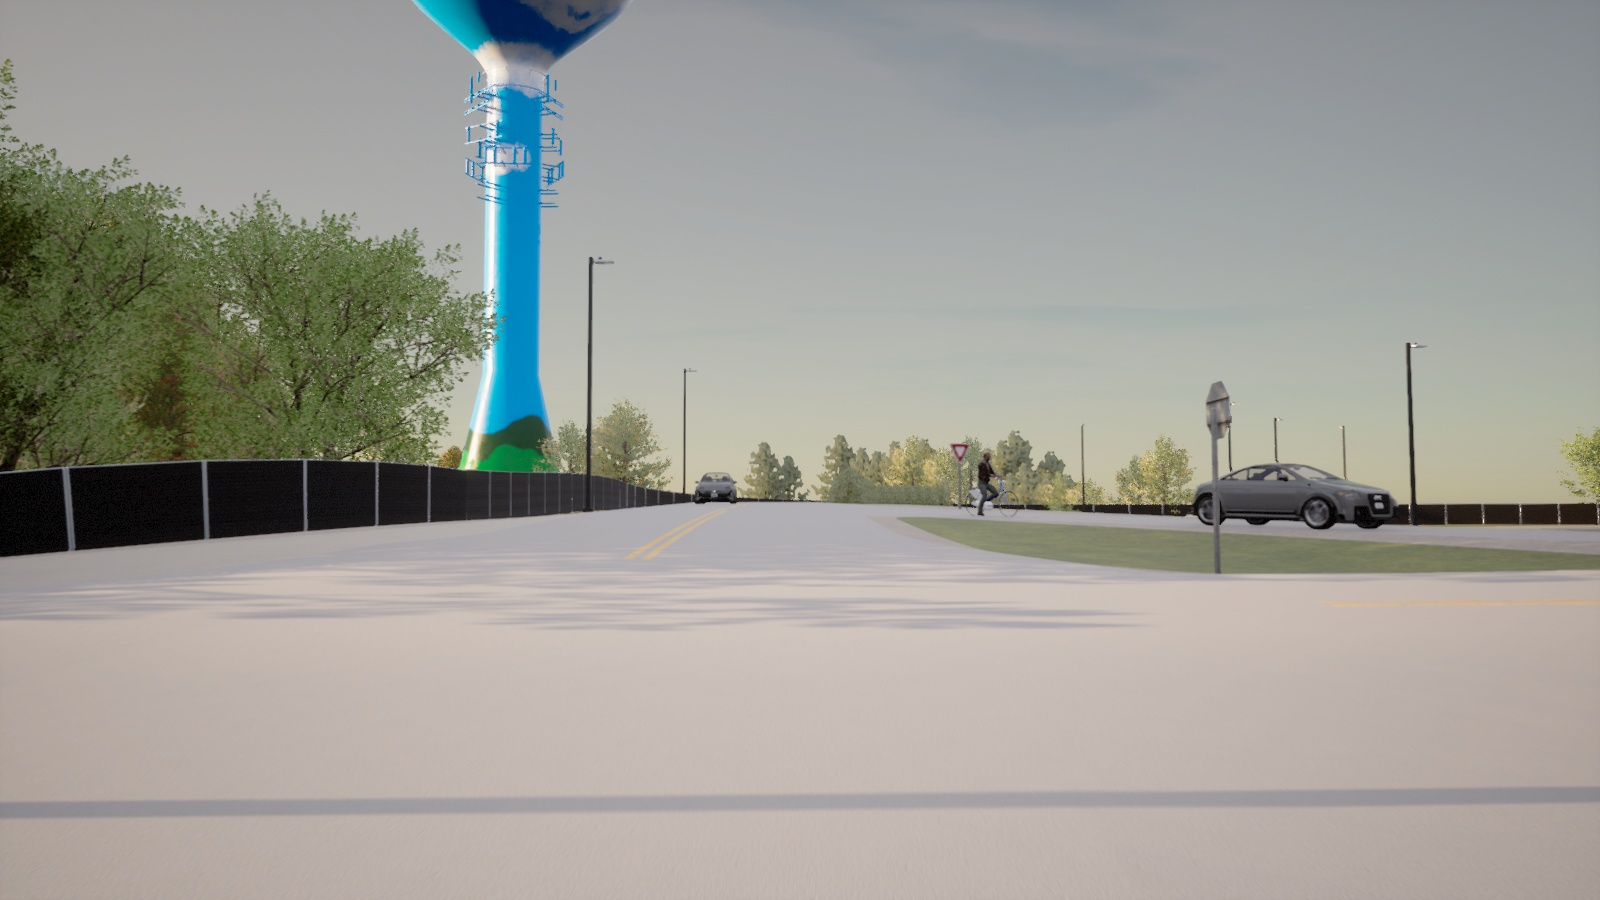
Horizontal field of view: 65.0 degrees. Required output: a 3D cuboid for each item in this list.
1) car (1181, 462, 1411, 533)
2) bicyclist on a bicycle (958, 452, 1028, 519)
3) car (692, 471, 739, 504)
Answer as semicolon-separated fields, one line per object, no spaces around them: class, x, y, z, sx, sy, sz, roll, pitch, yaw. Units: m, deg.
car;10.519;1.001;26.881;1.994;1.385;4.181;2;-2;-35
bicyclist on a bicycle;5.210;0.962;34.006;0.659;1.776;1.843;3;-3;-43
car;-3.962;1.793;59.607;2.007;1.525;4.514;0;-2;-1
